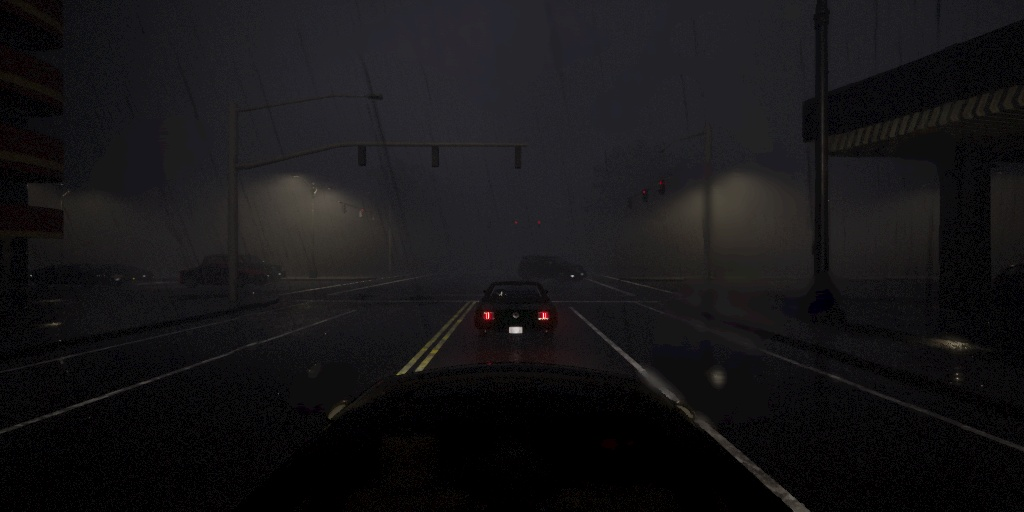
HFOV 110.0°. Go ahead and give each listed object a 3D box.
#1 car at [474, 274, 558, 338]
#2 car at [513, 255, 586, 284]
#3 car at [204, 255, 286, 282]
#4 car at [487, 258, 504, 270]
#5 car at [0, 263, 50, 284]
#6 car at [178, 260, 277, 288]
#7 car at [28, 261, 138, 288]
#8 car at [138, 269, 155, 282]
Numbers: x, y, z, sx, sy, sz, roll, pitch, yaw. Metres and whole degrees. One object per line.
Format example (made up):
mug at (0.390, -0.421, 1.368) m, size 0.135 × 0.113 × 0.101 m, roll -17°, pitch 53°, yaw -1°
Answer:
car at (0.100, 1.351, 10.152) m, size 1.895 × 1.301 × 4.718 m, roll 0°, pitch 0°, yaw 0°
car at (2.958, 0.971, 27.841) m, size 5.566 × 2.045 × 2.150 m, roll 0°, pitch 1°, yaw 40°
car at (-19.882, 0.971, 26.475) m, size 5.566 × 2.045 × 2.150 m, roll 0°, pitch 0°, yaw 1°
car at (-2.707, 1.297, 53.871) m, size 2.033 × 1.411 × 5.357 m, roll 0°, pitch 0°, yaw 1°
car at (-37.982, 1.276, 26.798) m, size 4.674 × 1.442 × 1.812 m, roll 0°, pitch 0°, yaw 1°
car at (-18.322, 1.228, 22.927) m, size 5.008 × 1.535 × 1.882 m, roll 0°, pitch 0°, yaw 1°
car at (-27.825, 1.241, 23.104) m, size 4.902 × 1.511 × 2.128 m, roll 0°, pitch 0°, yaw 1°
car at (-29.300, 1.314, 26.629) m, size 4.181 × 1.385 × 1.994 m, roll 0°, pitch 0°, yaw 0°
